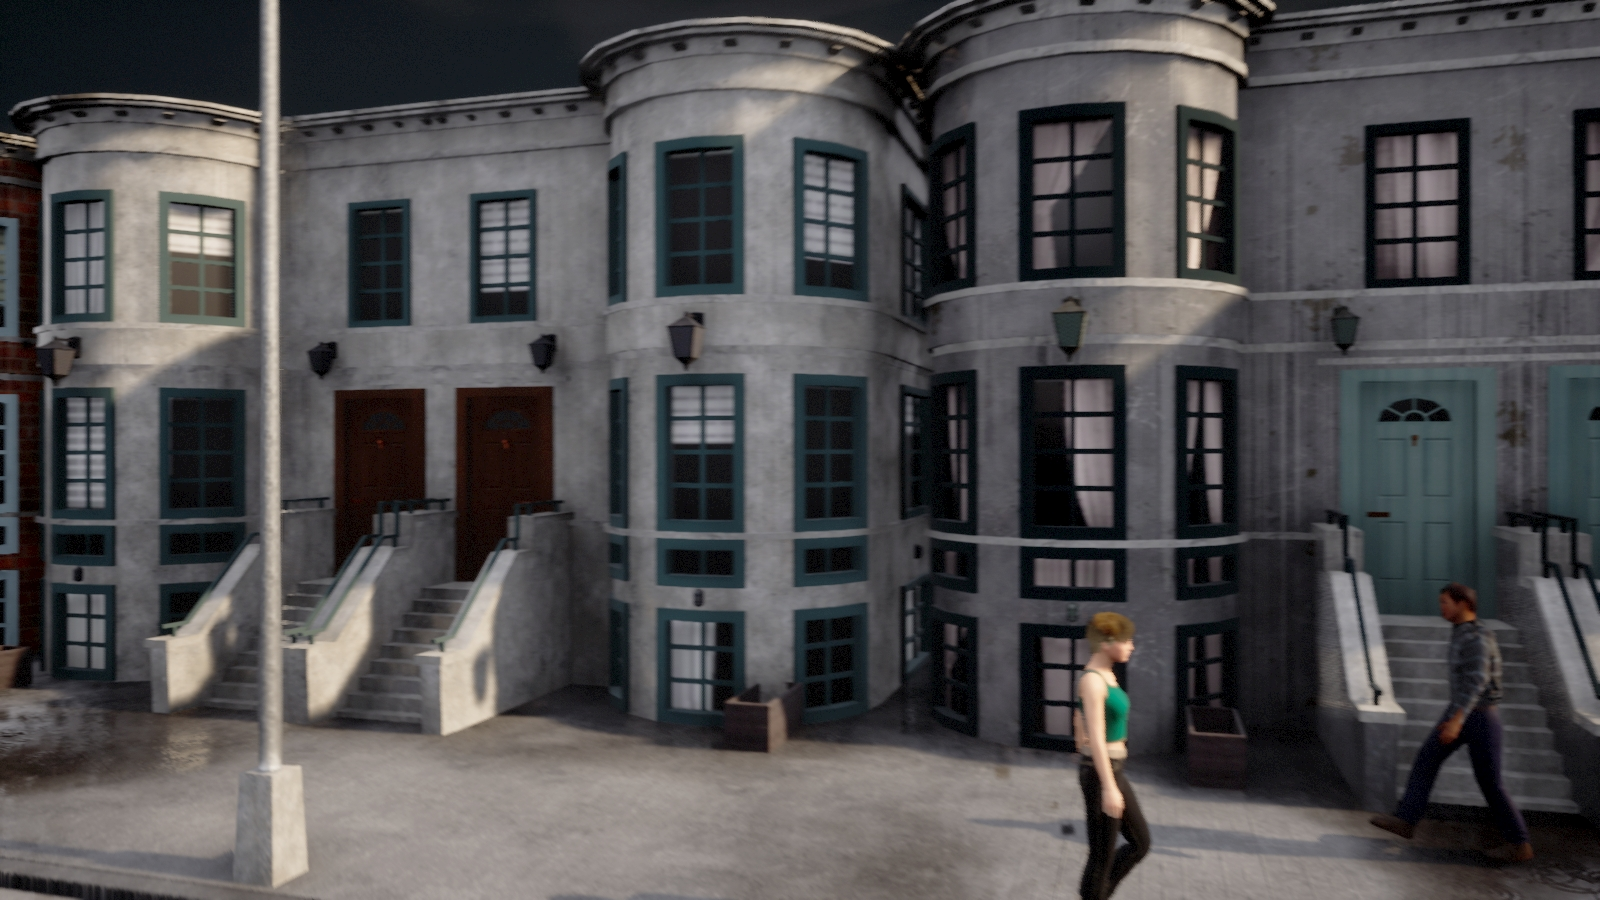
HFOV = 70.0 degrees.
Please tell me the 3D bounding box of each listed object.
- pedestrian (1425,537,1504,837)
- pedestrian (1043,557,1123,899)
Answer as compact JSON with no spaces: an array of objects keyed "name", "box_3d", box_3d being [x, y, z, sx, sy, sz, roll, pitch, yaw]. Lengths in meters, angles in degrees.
[{"name":"pedestrian","box_3d":[4.336,1.518,7.468,0.375,1.860,0.375,0,0,19]},{"name":"pedestrian","box_3d":[1.513,1.523,6.088,0.375,1.860,0.375,0,0,20]}]
